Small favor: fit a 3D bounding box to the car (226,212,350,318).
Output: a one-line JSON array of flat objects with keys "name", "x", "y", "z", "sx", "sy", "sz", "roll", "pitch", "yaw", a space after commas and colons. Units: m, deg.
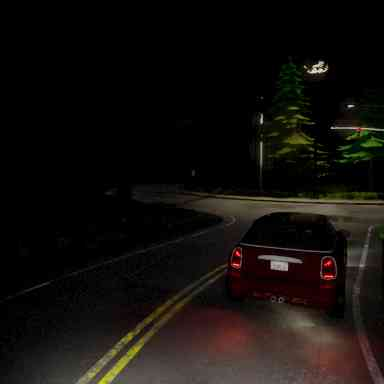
[{"name": "car", "x": 2.411, "y": 1.238, "z": 7.659, "sx": 2.097, "sy": 1.767, "sz": 4.553, "roll": 2, "pitch": 2, "yaw": 25}]
